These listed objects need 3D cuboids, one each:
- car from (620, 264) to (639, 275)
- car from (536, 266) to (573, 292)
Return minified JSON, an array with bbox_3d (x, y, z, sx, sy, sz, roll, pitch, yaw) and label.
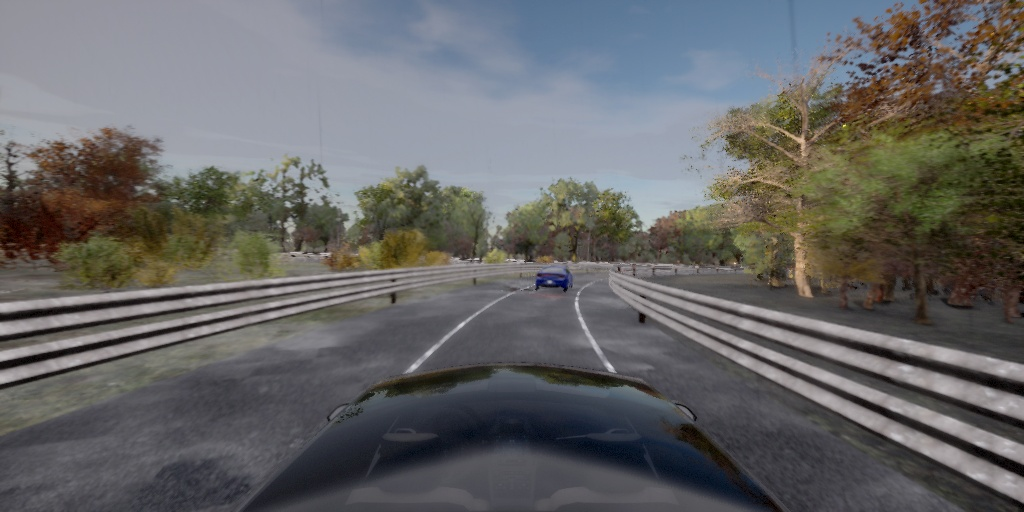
[{"bbox_3d":[16.801,1.932,51.798,1.812,1.442,4.674,1,-1,37],"label":"car"},{"bbox_3d":[2.760,1.348,22.743,1.882,1.535,5.008,1,0,14],"label":"car"}]
